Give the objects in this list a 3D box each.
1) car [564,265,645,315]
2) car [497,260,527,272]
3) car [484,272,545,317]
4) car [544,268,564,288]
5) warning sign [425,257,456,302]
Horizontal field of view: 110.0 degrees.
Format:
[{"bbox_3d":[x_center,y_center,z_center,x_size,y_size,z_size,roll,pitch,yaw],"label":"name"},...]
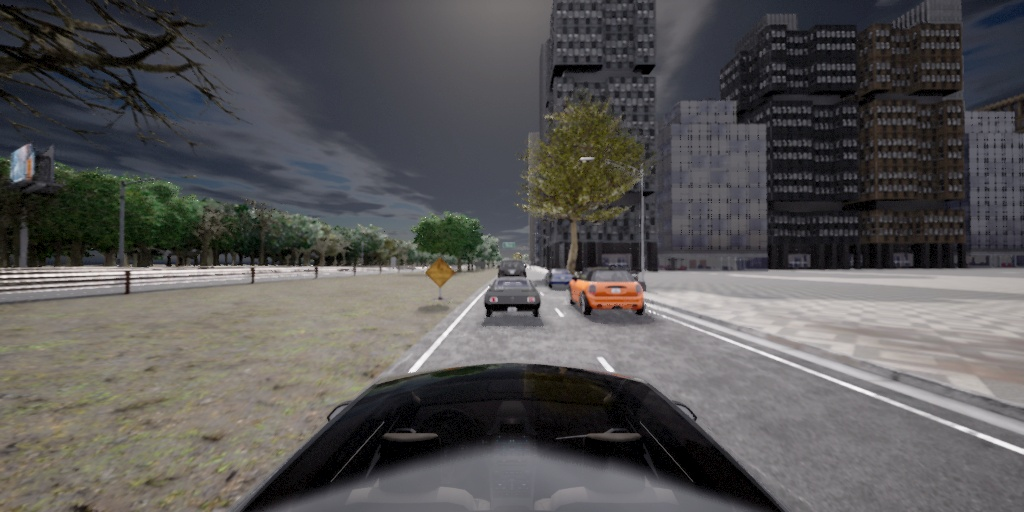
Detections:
[{"bbox_3d":[3.540,1.213,14.272,2.097,1.767,4.553,0,-1,0],"label":"car"},{"bbox_3d":[0.025,1.310,28.248,2.150,2.045,5.566,0,-1,0],"label":"car"},{"bbox_3d":[0.033,1.457,13.745,1.895,1.301,4.718,0,-1,1],"label":"car"},{"bbox_3d":[3.516,1.615,27.228,2.033,1.411,5.357,0,-1,0],"label":"car"},{"bbox_3d":[-3.052,0.988,15.273,1.300,1.860,1.060,0,0,0],"label":"warning sign"}]
